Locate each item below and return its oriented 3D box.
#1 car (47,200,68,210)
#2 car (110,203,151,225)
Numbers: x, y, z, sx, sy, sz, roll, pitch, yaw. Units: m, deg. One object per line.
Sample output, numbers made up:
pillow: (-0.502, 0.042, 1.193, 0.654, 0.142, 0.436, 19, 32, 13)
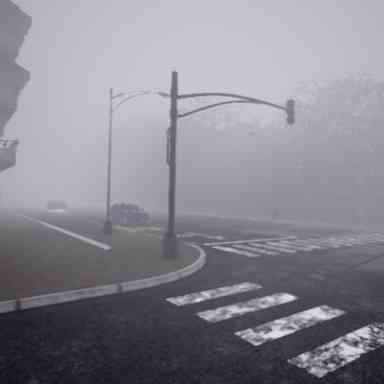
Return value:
car: (-17.935, 1.713, 44.240, 1.994, 1.385, 4.181, 2, -1, -34)
car: (-4.867, 1.605, 25.231, 1.882, 1.535, 5.008, 2, -1, -34)
